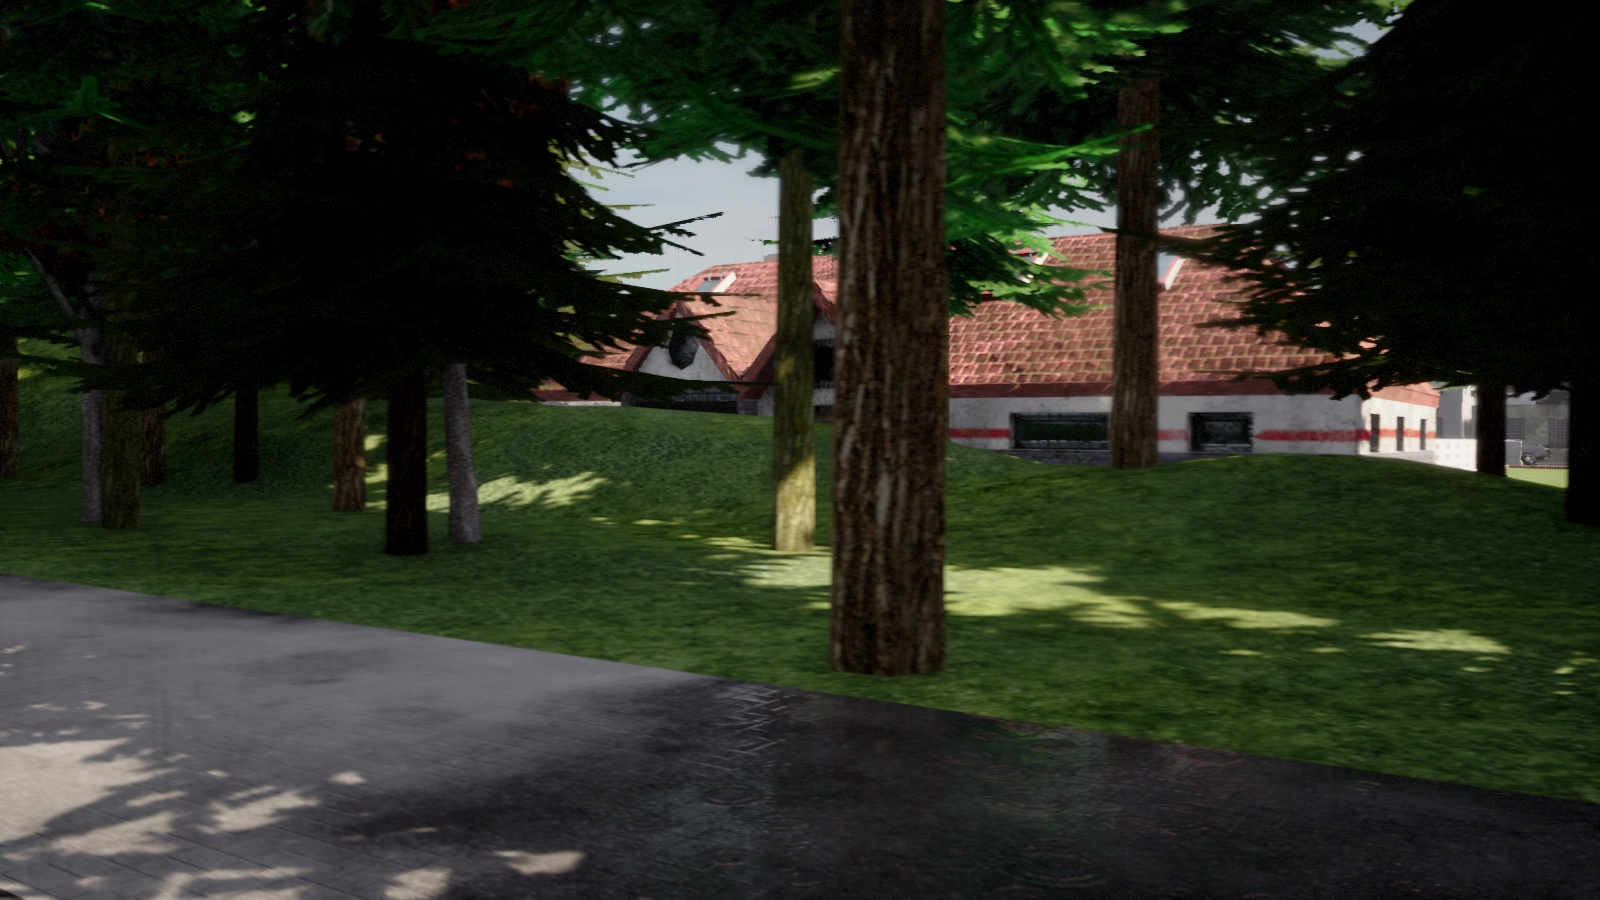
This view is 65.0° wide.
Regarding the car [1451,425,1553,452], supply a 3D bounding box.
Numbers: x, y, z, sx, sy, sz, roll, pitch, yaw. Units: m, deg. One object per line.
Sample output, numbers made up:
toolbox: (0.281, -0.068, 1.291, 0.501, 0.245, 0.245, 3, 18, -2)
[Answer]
car: (39.960, -0.650, 71.517, 4.902, 1.511, 2.128, 0, 1, 34)
